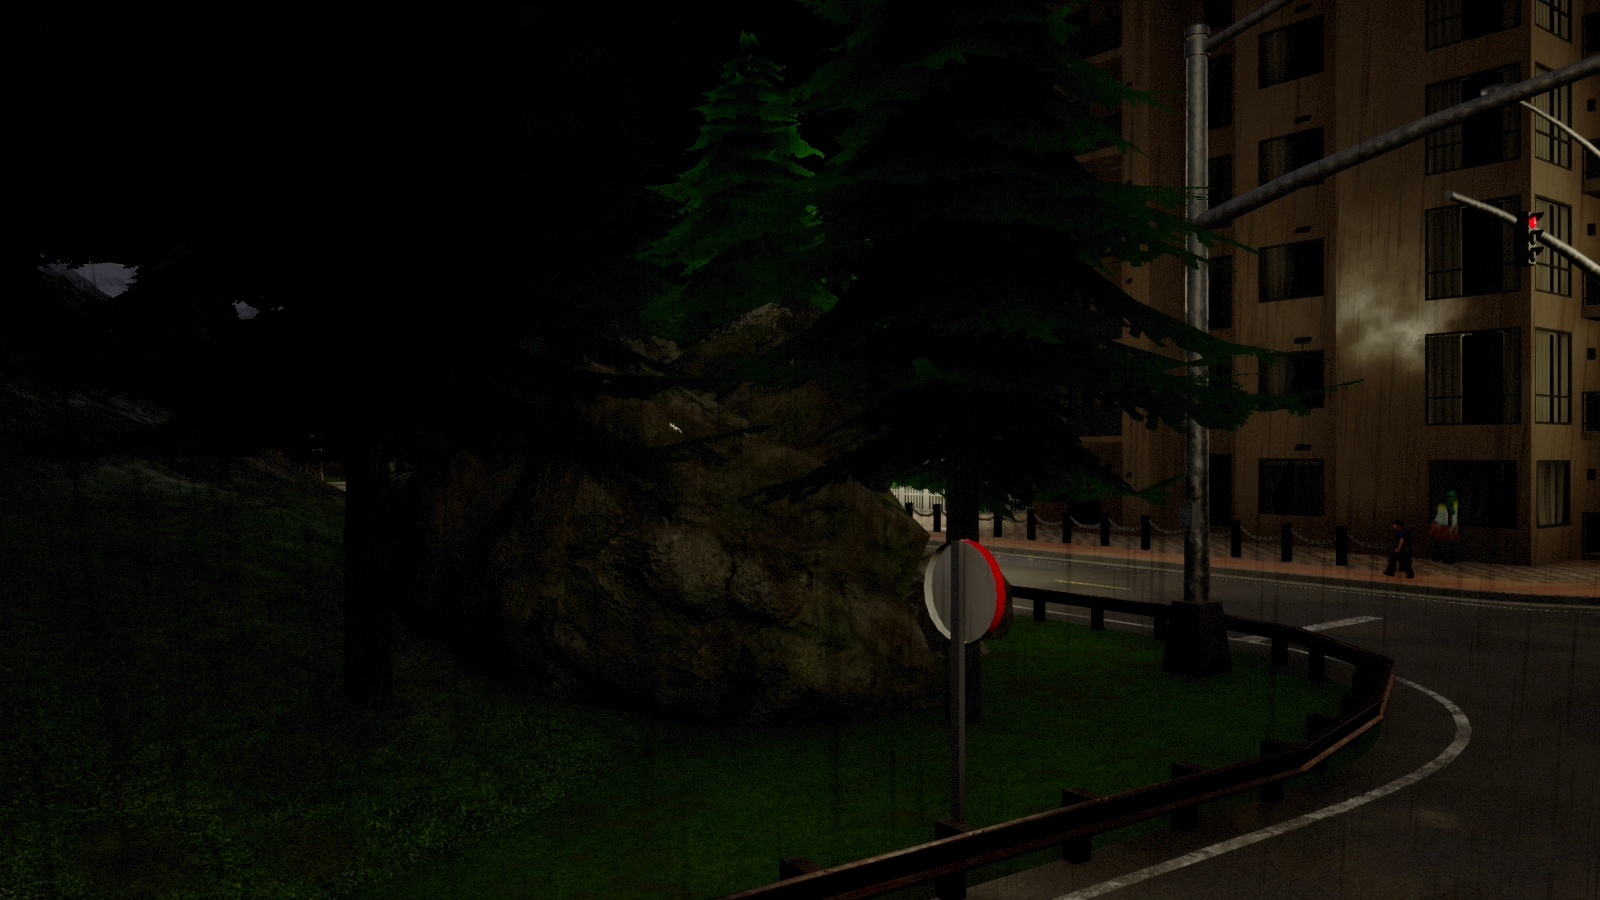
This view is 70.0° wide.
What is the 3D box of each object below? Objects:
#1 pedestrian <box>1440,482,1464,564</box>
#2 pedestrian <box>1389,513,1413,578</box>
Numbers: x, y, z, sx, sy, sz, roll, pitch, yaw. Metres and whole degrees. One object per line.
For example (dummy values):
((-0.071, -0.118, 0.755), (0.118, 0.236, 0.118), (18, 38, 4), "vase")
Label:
((15.126, 1.677, 26.503), (0.375, 1.860, 0.375), (0, 0, -39), "pedestrian")
((12.495, 1.976, 23.759), (0.375, 1.300, 0.375), (0, 0, 19), "pedestrian")
